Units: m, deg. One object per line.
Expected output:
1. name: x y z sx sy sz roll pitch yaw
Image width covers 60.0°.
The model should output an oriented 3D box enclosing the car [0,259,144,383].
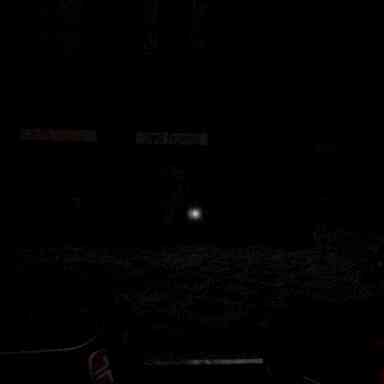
1. car: -2.587 1.442 3.168 4.097 1.590 1.967 0 0 -3

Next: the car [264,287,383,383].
1. car: 3.029 1.590 3.456 4.507 1.381 1.887 0 0 -3
